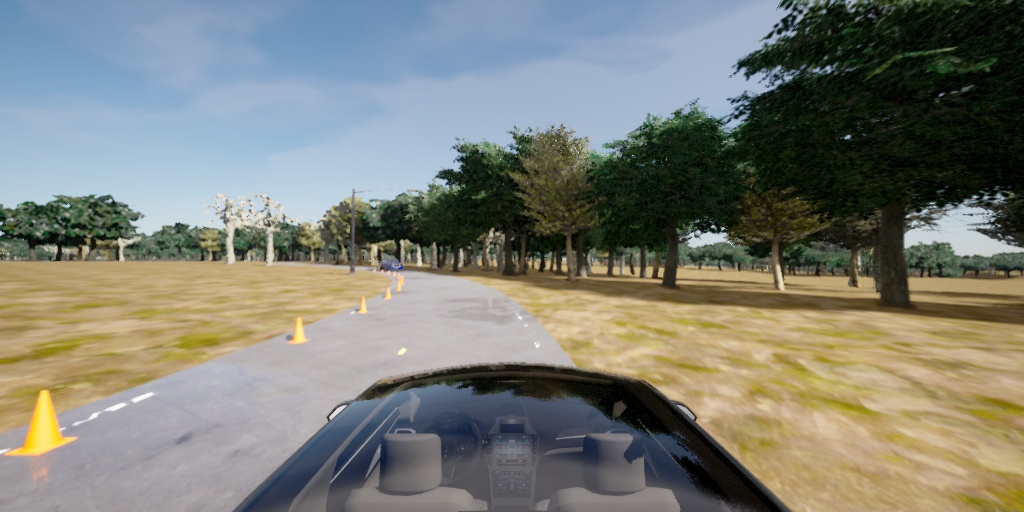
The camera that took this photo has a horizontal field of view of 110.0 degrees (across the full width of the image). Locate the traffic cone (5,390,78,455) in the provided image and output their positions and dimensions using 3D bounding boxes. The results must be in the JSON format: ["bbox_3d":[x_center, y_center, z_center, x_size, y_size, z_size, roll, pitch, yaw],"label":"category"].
[{"bbox_3d":[-4.907,1.702,3.753,0.340,0.580,0.340,0,0,-1],"label":"traffic cone"}]

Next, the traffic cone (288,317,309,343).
[{"bbox_3d":[-5.118,1.756,8.607,0.340,0.580,0.340,0,0,-4],"label":"traffic cone"}]

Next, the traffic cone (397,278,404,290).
[{"bbox_3d":[-7.260,1.907,23.011,0.340,0.580,0.340,0,0,-13],"label":"traffic cone"}]

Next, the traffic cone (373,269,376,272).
[{"bbox_3d":[-20.682,2.058,54.062,0.340,0.580,0.340,0,0,-34],"label":"traffic cone"}]

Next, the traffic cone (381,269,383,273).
[{"bbox_3d":[-18.084,2.062,49.956,0.340,0.580,0.340,0,0,-31],"label":"traffic cone"}]

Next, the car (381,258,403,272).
[{"bbox_3d":[-18.173,1.360,54.167,2.150,2.045,5.566,1,-1,-33],"label":"car"}]

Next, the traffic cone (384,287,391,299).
[{"bbox_3d":[-6.296,1.859,18.249,0.340,0.580,0.340,0,0,-10],"label":"traffic cone"}]

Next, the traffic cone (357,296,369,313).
[{"bbox_3d":[-5.581,1.809,13.444,0.340,0.580,0.340,0,0,-7],"label":"traffic cone"}]

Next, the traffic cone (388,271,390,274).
[{"bbox_3d":[-15.702,2.056,45.721,0.340,0.580,0.340,0,0,-28],"label":"traffic cone"}]

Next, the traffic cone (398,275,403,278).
[{"bbox_3d":[-8.470,1.951,27.717,0.340,0.580,0.340,0,0,-16],"label":"traffic cone"}]
